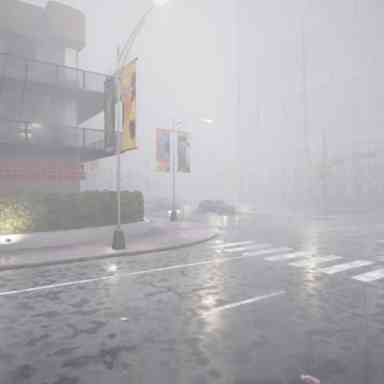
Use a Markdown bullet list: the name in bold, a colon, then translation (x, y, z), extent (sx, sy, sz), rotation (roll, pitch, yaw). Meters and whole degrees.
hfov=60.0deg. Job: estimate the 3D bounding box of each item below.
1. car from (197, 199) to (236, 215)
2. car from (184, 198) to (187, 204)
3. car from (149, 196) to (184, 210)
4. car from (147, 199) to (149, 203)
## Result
- **car**: translation (2.451, 1.504, 33.846), extent (1.837, 1.490, 4.892), rotation (0, 0, -35)
- **car**: translation (-2.419, 1.547, 62.047), extent (2.033, 1.411, 5.357), rotation (0, 0, -19)
- **car**: translation (-3.324, 1.564, 42.115), extent (1.994, 1.385, 4.181), rotation (0, 0, -35)
- **car**: translation (-6.023, 1.491, 59.267), extent (4.902, 1.511, 2.128), rotation (0, 0, 42)
